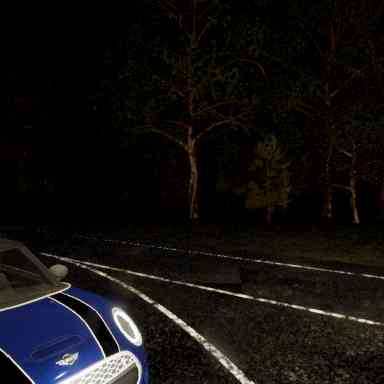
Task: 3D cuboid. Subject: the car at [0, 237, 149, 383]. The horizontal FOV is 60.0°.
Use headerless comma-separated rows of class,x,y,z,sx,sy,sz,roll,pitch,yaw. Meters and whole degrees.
car,-2.644,1.338,3.762,4.553,1.767,2.097,1,0,35
